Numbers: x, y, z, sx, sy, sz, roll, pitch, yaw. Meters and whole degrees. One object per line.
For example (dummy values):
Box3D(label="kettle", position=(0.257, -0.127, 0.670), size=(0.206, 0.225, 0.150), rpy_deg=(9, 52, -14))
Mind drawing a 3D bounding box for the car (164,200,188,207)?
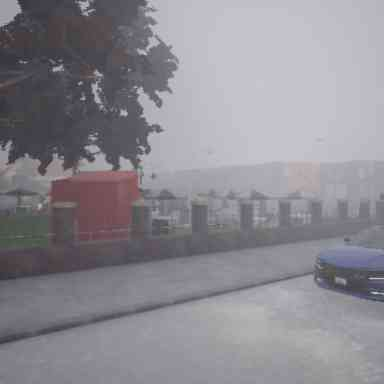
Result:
Box3D(label="car", position=(-2.531, 1.665, 49.445), size=(1.882, 1.535, 5.008), rpy_deg=(0, 0, -35))

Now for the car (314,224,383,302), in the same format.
Box3D(label="car", position=(5.054, 1.538, 8.133), size=(5.008, 1.535, 1.882), rpy_deg=(0, 0, -35))
